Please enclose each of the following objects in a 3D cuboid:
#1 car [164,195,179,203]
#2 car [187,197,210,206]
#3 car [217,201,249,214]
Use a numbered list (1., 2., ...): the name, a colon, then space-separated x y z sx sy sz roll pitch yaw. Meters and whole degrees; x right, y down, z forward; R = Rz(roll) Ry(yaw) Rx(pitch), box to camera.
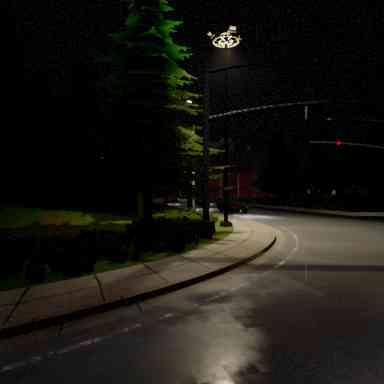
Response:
1. car: -3.902 1.341 63.979 2.097 1.767 4.553 0 0 -17
2. car: 0.921 1.215 47.909 2.150 2.045 5.566 0 0 -16
3. car: 4.335 1.594 35.652 1.895 1.301 4.718 0 0 -15
